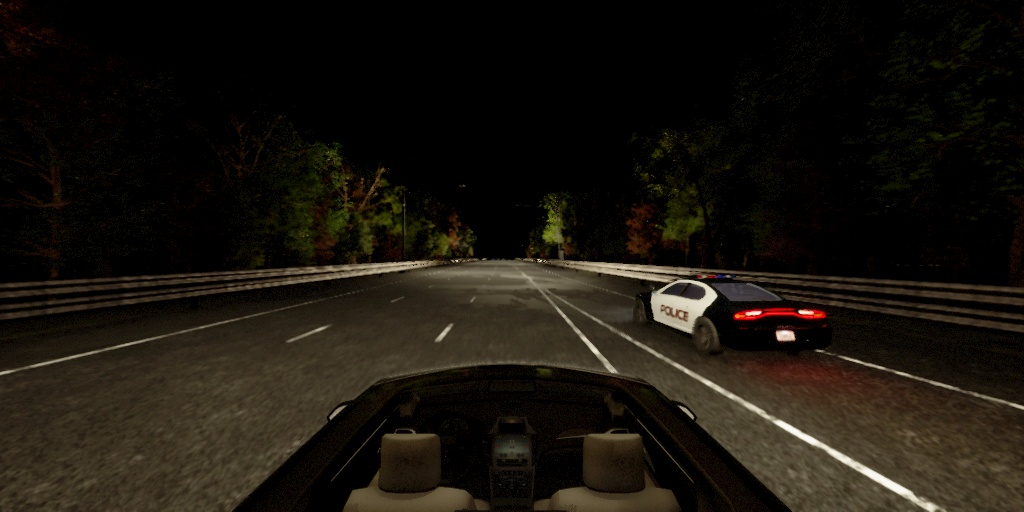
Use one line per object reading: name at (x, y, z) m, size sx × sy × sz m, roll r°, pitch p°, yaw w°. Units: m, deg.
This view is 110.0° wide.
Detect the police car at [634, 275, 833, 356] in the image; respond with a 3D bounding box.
police car at (4.688, 1.242, 8.793) m, size 2.038 × 1.542 × 4.974 m, roll 0°, pitch 0°, yaw -4°
